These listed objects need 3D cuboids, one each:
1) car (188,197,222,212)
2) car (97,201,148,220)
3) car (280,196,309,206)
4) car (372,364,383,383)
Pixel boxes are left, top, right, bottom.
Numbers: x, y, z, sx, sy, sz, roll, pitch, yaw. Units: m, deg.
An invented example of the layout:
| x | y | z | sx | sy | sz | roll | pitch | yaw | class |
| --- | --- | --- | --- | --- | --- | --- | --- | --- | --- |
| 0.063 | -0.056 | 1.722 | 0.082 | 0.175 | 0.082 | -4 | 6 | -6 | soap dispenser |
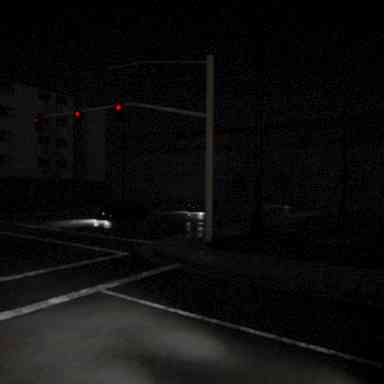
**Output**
| x | y | z | sx | sy | sz | roll | pitch | yaw | class |
| --- | --- | --- | --- | --- | --- | --- | --- | --- | --- |
| 1.494 | 1.332 | 36.379 | 1.837 | 1.490 | 4.892 | 1 | 0 | 35 | car |
| -5.438 | 1.406 | 26.300 | 1.994 | 1.385 | 4.181 | 1 | 1 | 34 | car |
| 15.589 | 1.374 | 50.361 | 4.674 | 1.442 | 1.812 | 1 | 0 | -23 | car |
| 3.457 | 1.601 | 1.492 | 4.718 | 1.301 | 1.895 | 0 | 0 | 36 | car |
